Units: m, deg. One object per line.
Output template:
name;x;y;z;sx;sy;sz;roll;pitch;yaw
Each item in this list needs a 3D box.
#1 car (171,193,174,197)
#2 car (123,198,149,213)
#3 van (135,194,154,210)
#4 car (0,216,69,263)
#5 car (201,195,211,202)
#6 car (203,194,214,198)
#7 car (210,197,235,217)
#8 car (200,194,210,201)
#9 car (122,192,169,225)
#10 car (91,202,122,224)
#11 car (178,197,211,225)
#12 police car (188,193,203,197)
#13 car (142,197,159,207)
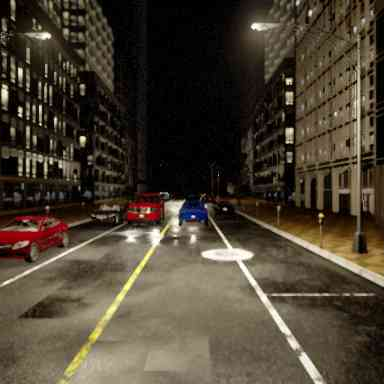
car;-5.742;1.152;74.345;1.947;1.339;4.313;0;0;0
car;-5.713;1.360;34.500;1.887;1.381;4.507;0;0;0
van;-5.716;1.125;40.191;1.690;1.788;3.998;0;0;0
car;-5.696;1.521;11.730;1.802;1.307;4.206;0;0;0
car;2.647;1.235;62.952;1.802;1.307;4.206;0;0;0
car;2.656;1.159;51.567;1.967;1.590;4.097;0;0;0
car;2.672;1.413;28.801;1.947;1.339;4.313;0;0;0
car;2.643;1.144;68.814;1.752;1.417;4.829;0;0;0
car;-3.098;1.097;23.298;2.150;2.045;5.566;0;0;0
car;-5.704;1.429;23.116;2.008;1.369;4.403;0;0;0
car;0.083;1.356;22.922;1.882;1.535;5.008;0;0;0
police car;0.071;1.202;41.447;1.930;1.638;5.238;0;1;0
car;-5.721;1.334;45.885;1.802;1.307;4.206;0;0;0
